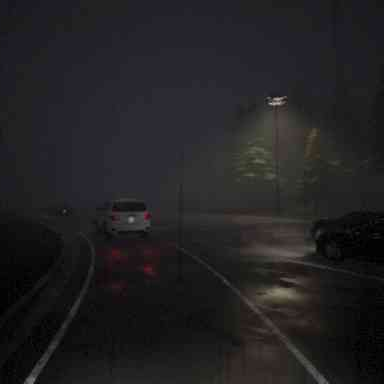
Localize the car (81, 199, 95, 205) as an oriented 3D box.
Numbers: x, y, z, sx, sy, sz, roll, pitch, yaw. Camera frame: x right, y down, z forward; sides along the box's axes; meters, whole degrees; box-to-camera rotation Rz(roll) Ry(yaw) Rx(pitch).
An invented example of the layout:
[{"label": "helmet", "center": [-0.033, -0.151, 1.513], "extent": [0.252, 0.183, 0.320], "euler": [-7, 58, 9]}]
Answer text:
[{"label": "car", "center": [-24.136, 2.287, 77.170], "extent": [1.895, 1.301, 4.718], "euler": [0, -1, -33]}]

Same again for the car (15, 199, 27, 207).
[{"label": "car", "center": [-35.255, 2.301, 68.568], "extent": [1.837, 1.490, 4.892], "euler": [0, -1, -33]}]

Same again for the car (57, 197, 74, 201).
[{"label": "car", "center": [-24.893, 1.914, 65.329], "extent": [2.150, 2.045, 5.566], "euler": [0, -1, -33]}]

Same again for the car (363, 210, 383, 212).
[{"label": "car", "center": [7.598, 1.533, 14.515], "extent": [1.882, 1.535, 5.008], "euler": [0, -1, -32]}]

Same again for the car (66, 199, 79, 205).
[{"label": "car", "center": [-27.072, 2.252, 75.265], "extent": [1.994, 1.385, 4.181], "euler": [0, -1, -33]}]

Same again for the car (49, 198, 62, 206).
[{"label": "car", "center": [-30.248, 2.212, 73.736], "extent": [1.837, 1.490, 4.892], "euler": [0, -1, -33]}]

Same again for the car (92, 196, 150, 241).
[{"label": "car", "center": [-3.872, 1.391, 18.064], "extent": [2.150, 2.045, 5.566], "euler": [0, -1, -22]}]

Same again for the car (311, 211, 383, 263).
[{"label": "car", "center": [6.189, 1.539, 10.213], "extent": [1.837, 1.490, 4.892], "euler": [0, 0, -32]}]

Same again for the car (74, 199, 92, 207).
[{"label": "car", "center": [-21.475, 2.213, 66.479], "extent": [2.033, 1.411, 5.357], "euler": [0, -1, -33]}]

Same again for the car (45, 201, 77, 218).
[{"label": "car", "center": [-13.918, 1.944, 35.210], "extent": [1.994, 1.385, 4.181], "euler": [0, -1, -32]}]

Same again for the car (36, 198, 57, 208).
[{"label": "car", "center": [-27.584, 2.242, 63.041], "extent": [2.033, 1.411, 5.357], "euler": [0, -1, -33]}]

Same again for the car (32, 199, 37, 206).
[{"label": "car", "center": [-33.200, 2.197, 71.856], "extent": [1.882, 1.535, 5.008], "euler": [0, -1, -33]}]

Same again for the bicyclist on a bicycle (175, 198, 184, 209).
[{"label": "bicyclist on a bicycle", "center": [-1.876, 1.702, 49.795], "extent": [1.656, 1.620, 0.582], "euler": [0, 0, -33]}]

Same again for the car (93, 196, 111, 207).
[{"label": "car", "center": [-18.541, 1.890, 68.387], "extent": [2.150, 2.045, 5.566], "euler": [0, -1, -33]}]
